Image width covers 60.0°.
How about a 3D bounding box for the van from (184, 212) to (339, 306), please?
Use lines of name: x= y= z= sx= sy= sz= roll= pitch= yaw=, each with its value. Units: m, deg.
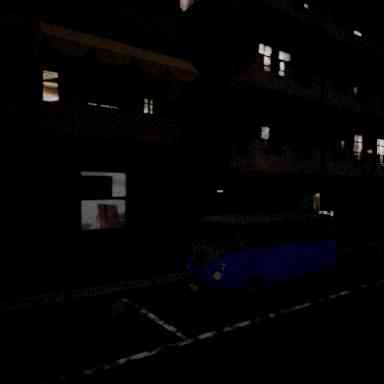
van: x=1.741 y=1.384 z=7.819 sx=3.998 sy=1.788 sz=1.690 roll=1 pitch=-1 yaw=-36
